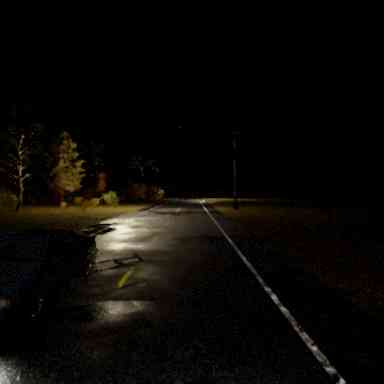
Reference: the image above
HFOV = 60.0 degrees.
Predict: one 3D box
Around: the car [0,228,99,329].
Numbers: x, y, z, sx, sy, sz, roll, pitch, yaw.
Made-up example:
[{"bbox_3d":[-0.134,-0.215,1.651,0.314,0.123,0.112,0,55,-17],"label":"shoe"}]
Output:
[{"bbox_3d":[-3.598,1.548,7.424,2.033,1.411,5.357,0,0,0],"label":"car"}]
